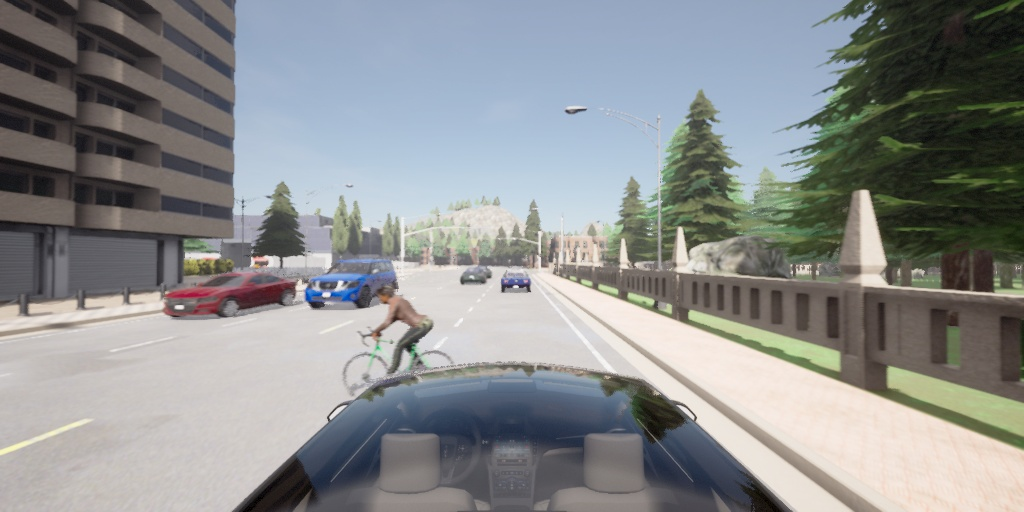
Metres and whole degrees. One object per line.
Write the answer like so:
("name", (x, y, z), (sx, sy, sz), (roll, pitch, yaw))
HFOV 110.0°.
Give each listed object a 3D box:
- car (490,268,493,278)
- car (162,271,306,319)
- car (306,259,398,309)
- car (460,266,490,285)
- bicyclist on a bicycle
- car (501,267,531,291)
("car", (-3.222, 1.776, 39.067), (1.994, 1.385, 4.181), (0, -1, 0))
("car", (-10.487, 1.374, 13.840), (1.882, 1.535, 5.008), (0, -1, 1))
("car", (-6.954, 1.152, 16.286), (2.150, 2.045, 5.566), (0, -1, 1))
("car", (-3.226, 1.672, 30.660), (1.994, 1.385, 4.181), (0, -1, 0))
("bicyclist on a bicycle", (-1.621, 1.245, 5.128), (1.656, 1.620, 0.582), (-2, -1, 0))
("car", (0.264, 1.631, 24.313), (1.895, 1.301, 4.718), (0, -1, 0))
